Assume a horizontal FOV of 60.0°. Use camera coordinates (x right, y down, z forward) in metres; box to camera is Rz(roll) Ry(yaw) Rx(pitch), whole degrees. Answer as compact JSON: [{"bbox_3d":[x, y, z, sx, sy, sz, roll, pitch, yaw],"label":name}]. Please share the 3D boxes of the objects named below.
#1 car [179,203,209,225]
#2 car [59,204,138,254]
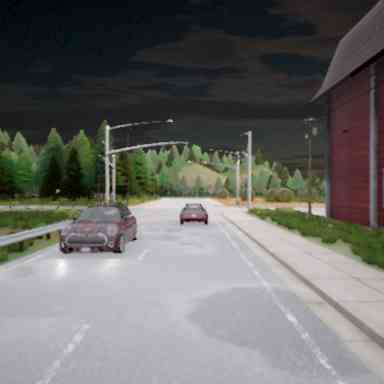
[{"bbox_3d":[0.138,1.491,23.618,1.994,1.385,4.181,0,0,0],"label":"car"},{"bbox_3d":[-3.503,1.309,13.262,2.097,1.767,4.553,0,0,1],"label":"car"}]
